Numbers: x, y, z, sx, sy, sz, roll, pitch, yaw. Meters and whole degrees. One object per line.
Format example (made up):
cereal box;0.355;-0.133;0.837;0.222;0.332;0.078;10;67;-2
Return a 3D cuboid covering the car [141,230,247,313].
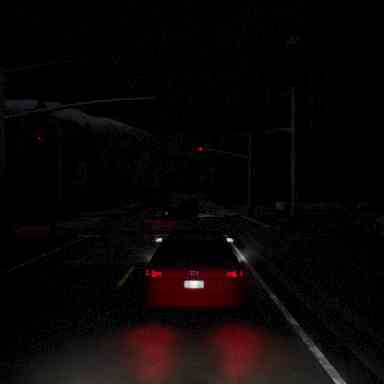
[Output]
car;0.058;1.567;7.756;1.994;1.385;4.181;0;0;1

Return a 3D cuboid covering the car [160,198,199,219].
car;-1.023;1.537;29.256;1.812;1.442;4.674;1;0;28
